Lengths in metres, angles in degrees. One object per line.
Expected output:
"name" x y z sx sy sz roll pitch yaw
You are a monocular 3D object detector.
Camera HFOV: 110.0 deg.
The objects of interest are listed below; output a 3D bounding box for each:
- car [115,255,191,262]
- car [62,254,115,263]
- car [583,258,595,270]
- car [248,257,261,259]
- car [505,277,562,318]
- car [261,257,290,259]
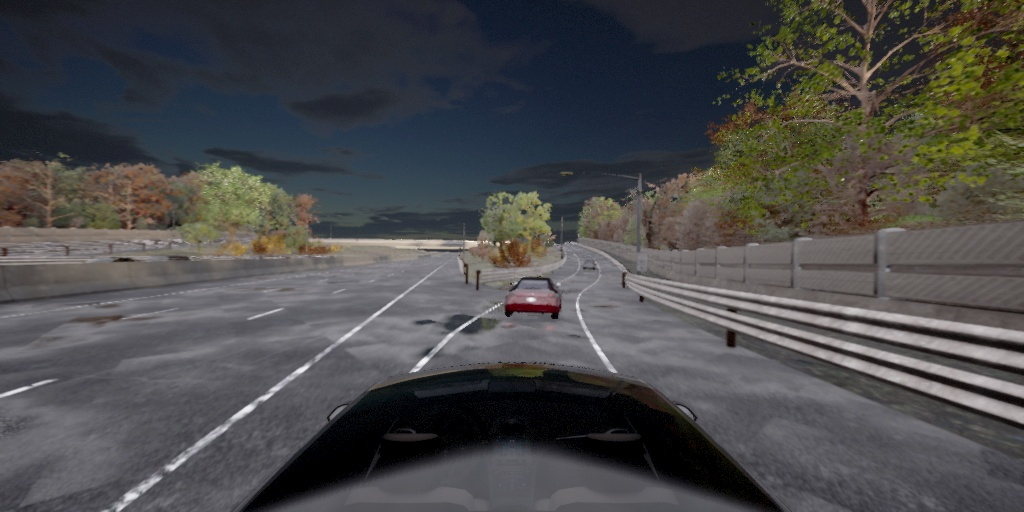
"car" -26.271 0.712 26.934 2.097 1.767 4.553 1 0 -8
"car" -29.740 0.826 26.464 1.837 1.490 4.892 1 0 -8
"car" 13.032 1.619 60.633 1.994 1.385 4.181 1 2 12
"car" -32.573 0.810 45.491 1.994 1.385 4.181 1 0 -8
"car" 0.949 1.508 14.083 1.994 1.385 4.181 1 -2 9
"car" -28.991 0.814 45.156 1.812 1.442 4.674 1 0 -8
